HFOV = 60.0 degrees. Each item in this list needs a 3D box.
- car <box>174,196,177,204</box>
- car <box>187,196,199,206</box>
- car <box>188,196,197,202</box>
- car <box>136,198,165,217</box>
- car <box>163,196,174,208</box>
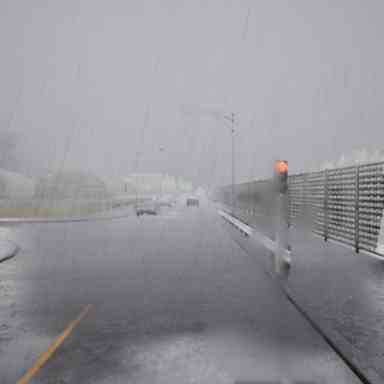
[{"bbox_3d":[-4.026,1.507,64.858,2.128,1.511,4.902,0,0,0],"label":"car"},{"bbox_3d":[0.112,1.490,54.620,1.882,1.535,5.008,0,0,0],"label":"car"},{"bbox_3d":[0.011,1.557,77.565,2.033,1.411,5.357,0,0,0],"label":"car"},{"bbox_3d":[-4.095,1.555,31.792,2.033,1.411,5.357,0,0,0],"label":"car"},{"bbox_3d":[-4.081,1.536,48.703,1.812,1.442,4.674,0,0,0],"label":"car"}]
